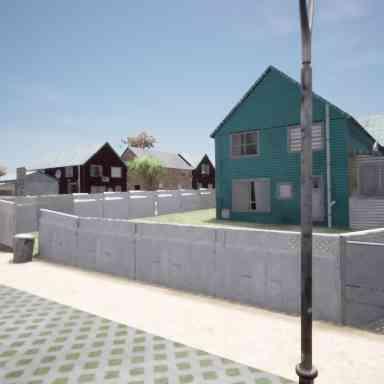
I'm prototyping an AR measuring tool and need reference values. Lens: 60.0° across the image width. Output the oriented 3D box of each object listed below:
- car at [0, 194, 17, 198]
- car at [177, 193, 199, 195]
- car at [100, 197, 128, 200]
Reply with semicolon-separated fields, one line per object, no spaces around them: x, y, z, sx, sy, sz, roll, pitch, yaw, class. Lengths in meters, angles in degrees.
-12.737;1.067;21.437;2.097;1.767;4.553;-1;1;37;car
-0.577;0.502;38.523;2.097;1.767;4.553;-1;1;36;car
-6.861;0.947;29.636;1.837;1.490;4.892;-1;1;35;car
